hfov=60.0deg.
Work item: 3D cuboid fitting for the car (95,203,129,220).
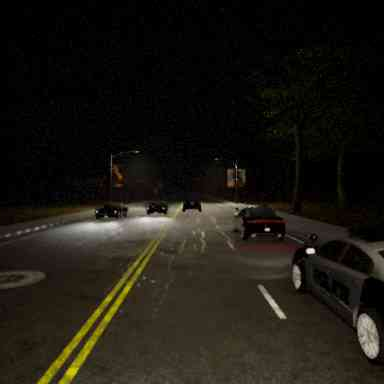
[{"bbox_3d":[-6.581,1.586,27.680,1.895,1.301,4.718,0,0,0],"label":"car"}]

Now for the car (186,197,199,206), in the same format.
[{"bbox_3d":[0.103,1.509,55.056,2.033,1.411,5.357,0,0,0],"label":"car"}]

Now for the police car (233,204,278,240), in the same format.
[{"bbox_3d":[3.251,1.416,16.938,1.930,1.638,5.238,0,0,0],"label":"police car"}]

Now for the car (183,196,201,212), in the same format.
[{"bbox_3d":[-0.001,1.330,39.160,2.097,1.767,4.553,0,0,0],"label":"car"}]

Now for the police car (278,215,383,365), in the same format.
[{"bbox_3d":[3.250,1.422,5.936,1.930,1.638,5.238,0,0,0],"label":"police car"}]

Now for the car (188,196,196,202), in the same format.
[{"bbox_3d":[0.002,1.537,73.698,1.895,1.301,4.718,0,0,0],"label":"car"}]

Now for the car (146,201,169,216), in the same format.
[{"bbox_3d":[-3.303,1.583,32.649,1.895,1.301,4.718,0,0,1],"label":"car"}]
